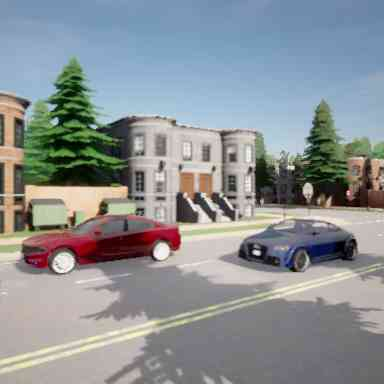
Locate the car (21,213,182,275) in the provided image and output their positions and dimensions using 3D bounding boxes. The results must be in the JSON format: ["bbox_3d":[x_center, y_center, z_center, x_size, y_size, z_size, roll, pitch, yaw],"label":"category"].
[{"bbox_3d":[-2.680,1.478,10.665,5.008,1.535,1.882,0,0,-35],"label":"car"}]

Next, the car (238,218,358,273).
[{"bbox_3d":[3.498,1.567,10.752,4.181,1.385,1.994,0,0,-35],"label":"car"}]
